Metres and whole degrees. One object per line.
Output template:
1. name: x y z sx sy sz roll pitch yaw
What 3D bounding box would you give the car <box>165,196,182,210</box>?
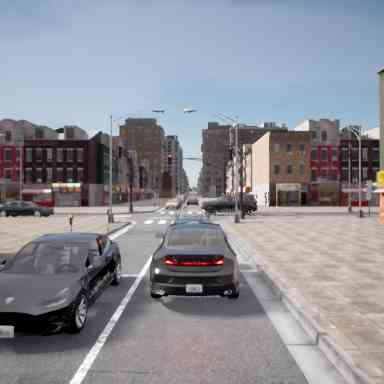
1. car: -2.596 1.569 44.391 1.752 1.417 4.829 0 0 0

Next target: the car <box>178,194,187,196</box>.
1. car: -2.576 1.544 66.982 1.967 1.590 4.097 0 0 0

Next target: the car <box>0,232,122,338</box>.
1. car: -2.628 1.566 6.791 1.947 1.339 4.313 0 0 0

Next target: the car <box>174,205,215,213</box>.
1. car: 0.043 1.608 17.681 1.895 1.301 4.718 0 0 1

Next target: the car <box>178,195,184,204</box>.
1. car: -2.591 1.602 50.165 1.887 1.381 4.507 0 0 0

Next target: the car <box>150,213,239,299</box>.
1. car: 0.078 1.506 8.470 1.837 1.490 4.892 0 0 1

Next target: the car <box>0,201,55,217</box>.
1. car: -14.739 1.538 29.474 4.892 1.490 1.837 0 0 0

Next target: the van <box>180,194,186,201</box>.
1. van: -2.551 1.547 95.010 1.690 1.788 3.998 0 0 0

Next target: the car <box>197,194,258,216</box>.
1. car: 3.582 1.247 32.377 5.566 2.045 2.150 0 0 0

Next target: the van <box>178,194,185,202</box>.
1. van: -2.561 1.504 83.799 1.690 1.788 3.998 0 0 0

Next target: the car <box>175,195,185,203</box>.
1. car: -2.571 1.563 72.587 1.967 1.590 4.097 0 0 0

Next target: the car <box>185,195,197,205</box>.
1. car: 0.149 1.650 61.037 1.994 1.385 4.181 0 0 0

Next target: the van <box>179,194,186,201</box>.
1. van: -2.556 1.525 89.404 1.690 1.788 3.998 0 0 0
